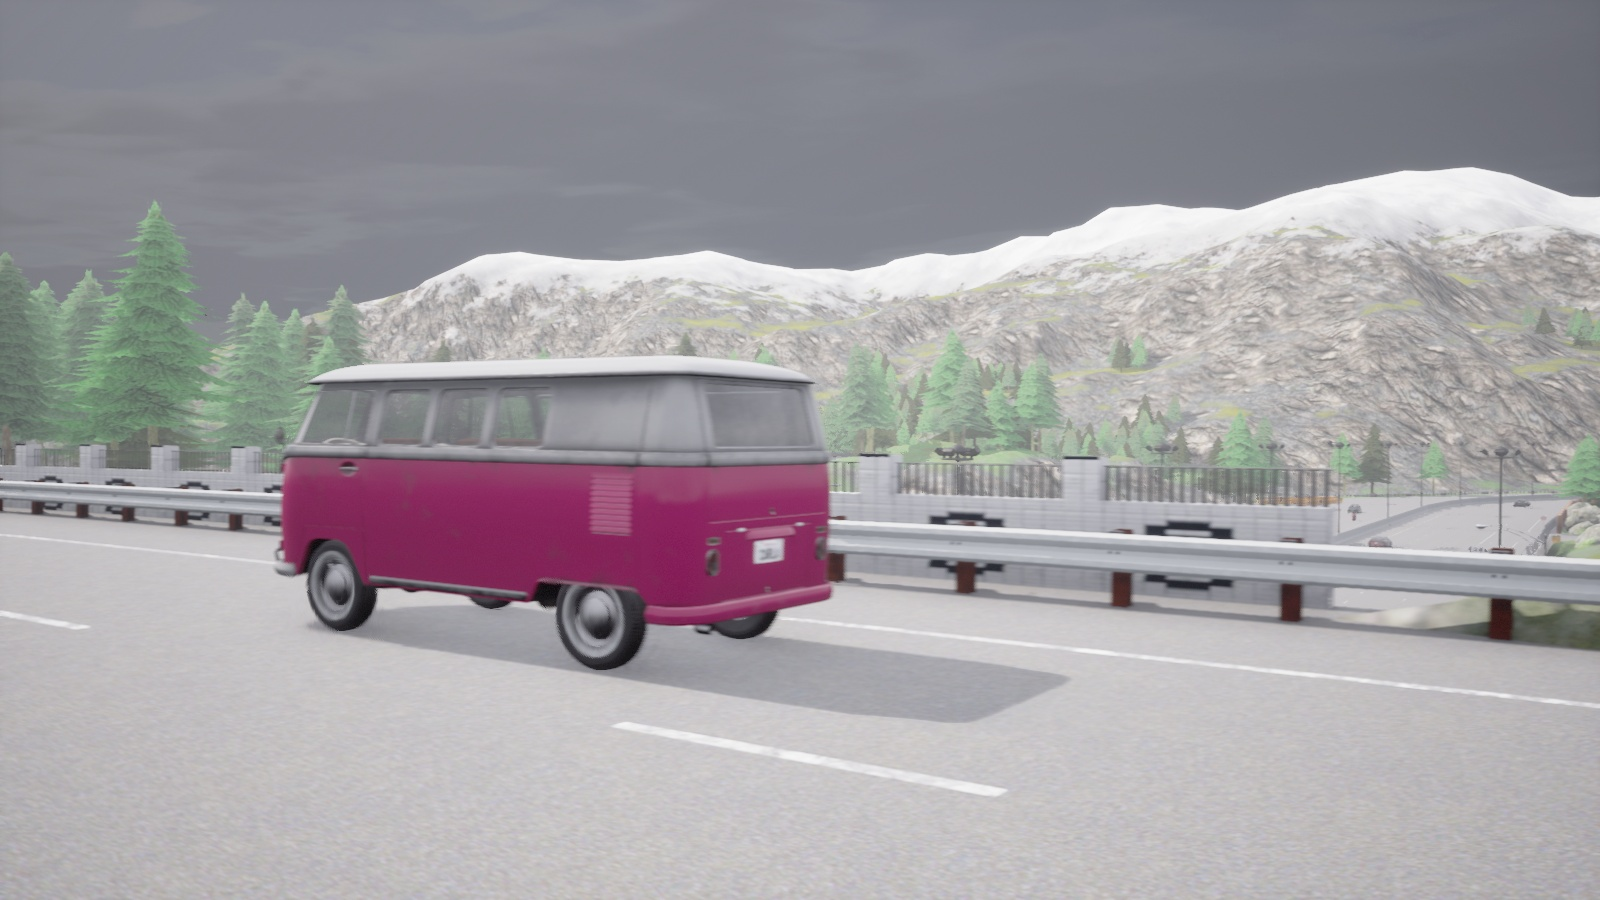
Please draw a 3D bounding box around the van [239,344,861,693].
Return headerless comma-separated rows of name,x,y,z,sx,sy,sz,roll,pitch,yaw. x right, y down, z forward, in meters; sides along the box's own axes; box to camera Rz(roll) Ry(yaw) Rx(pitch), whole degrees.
van,-1.930,0.378,9.103,4.442,1.987,1.775,0,1,34
